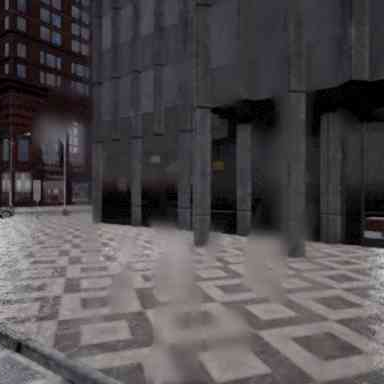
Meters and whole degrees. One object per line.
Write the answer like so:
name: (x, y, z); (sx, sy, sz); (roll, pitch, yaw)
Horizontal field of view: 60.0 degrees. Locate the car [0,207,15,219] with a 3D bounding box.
car: (-16.435, 1.528, 26.361); (1.994, 1.385, 4.181); (0, 0, 35)
